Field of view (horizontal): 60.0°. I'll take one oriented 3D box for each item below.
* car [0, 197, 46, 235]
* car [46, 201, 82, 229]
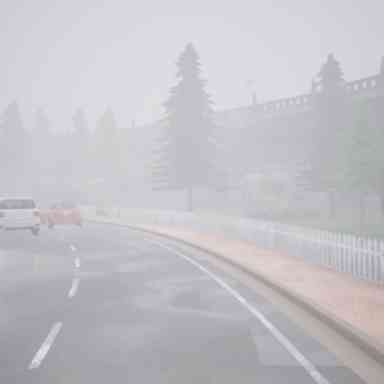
[{"bbox_3d":[-10.048,1.295,18.465,2.150,2.045,5.566,0,0,-37],"label":"car"},{"bbox_3d":[-9.302,1.421,22.646,2.097,1.767,4.553,-1,0,-41],"label":"car"}]
